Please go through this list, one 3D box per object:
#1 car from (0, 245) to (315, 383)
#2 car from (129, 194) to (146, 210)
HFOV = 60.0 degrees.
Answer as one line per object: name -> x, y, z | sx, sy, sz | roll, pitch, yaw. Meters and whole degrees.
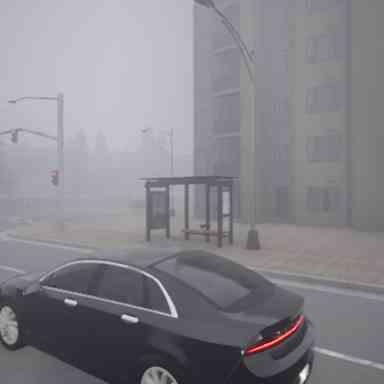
car -> -0.895, 1.515, 4.621 | 4.892, 1.490, 1.837 | 0, 0, 35
car -> -5.750, 1.255, 44.065 | 2.150, 2.045, 5.566 | 0, 0, 40
